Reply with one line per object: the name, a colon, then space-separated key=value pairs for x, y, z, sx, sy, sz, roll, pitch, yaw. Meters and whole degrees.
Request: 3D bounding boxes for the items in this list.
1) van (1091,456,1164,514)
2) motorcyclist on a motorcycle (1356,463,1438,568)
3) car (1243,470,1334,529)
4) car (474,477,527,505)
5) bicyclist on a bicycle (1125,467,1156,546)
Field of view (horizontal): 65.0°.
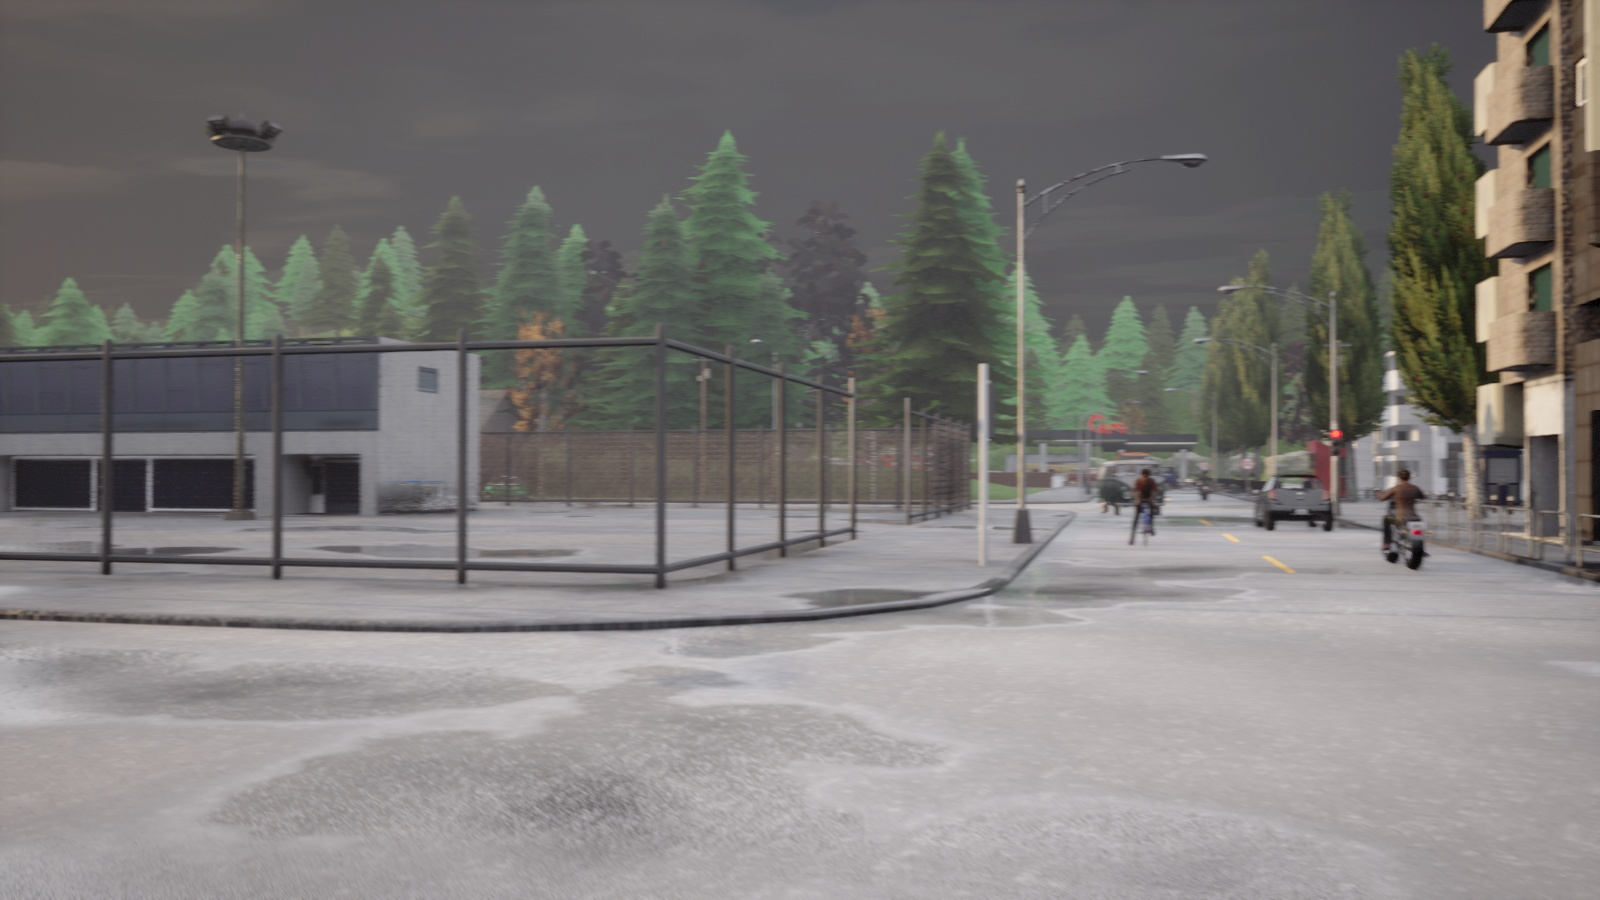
van: x=11.873 y=1.259 z=45.773 sx=1.775 sy=1.987 sz=4.442 roll=0 pitch=-1 yaw=4
motorcyclist on a motorcycle: x=9.884 y=1.048 z=20.877 sx=0.766 sy=1.649 sz=2.350 roll=-1 pitch=-1 yaw=14
car: x=13.193 y=1.312 z=34.119 sx=1.845 sy=1.501 sz=3.633 roll=-1 pitch=-1 yaw=14
car: x=-15.165 y=2.063 z=63.635 sx=2.207 sy=1.376 sz=1.481 roll=0 pitch=-1 yaw=14
bicyclist on a bicycle: x=7.157 y=1.165 z=26.448 sx=0.582 sy=1.620 sz=1.656 roll=-1 pitch=-1 yaw=14
